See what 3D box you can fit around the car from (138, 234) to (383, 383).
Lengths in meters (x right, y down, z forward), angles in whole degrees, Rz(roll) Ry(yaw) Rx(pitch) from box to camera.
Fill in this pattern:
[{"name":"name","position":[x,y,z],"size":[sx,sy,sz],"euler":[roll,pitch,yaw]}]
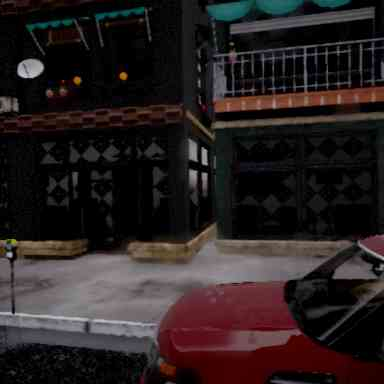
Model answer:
[{"name":"car","position":[2.083,1.250,2.586],"size":[5.009,1.841,2.192],"euler":[-1,0,12]}]
